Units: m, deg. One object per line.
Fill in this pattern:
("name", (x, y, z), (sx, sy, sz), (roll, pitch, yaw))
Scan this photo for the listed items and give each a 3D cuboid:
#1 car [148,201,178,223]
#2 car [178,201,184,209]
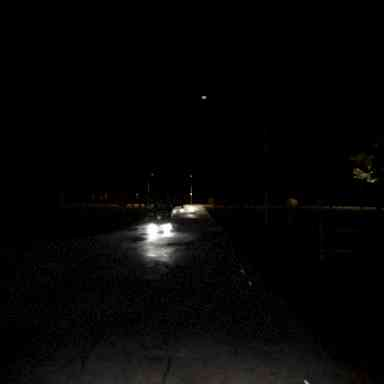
("car", (-2.571, 1.767, 28.473), (2.128, 1.511, 4.902), (0, -1, 0))
("car", (-2.402, 2.193, 58.134), (1.895, 1.301, 4.718), (0, -1, 0))
